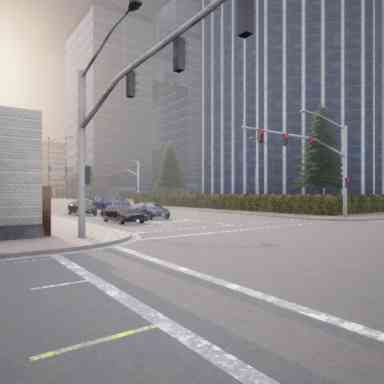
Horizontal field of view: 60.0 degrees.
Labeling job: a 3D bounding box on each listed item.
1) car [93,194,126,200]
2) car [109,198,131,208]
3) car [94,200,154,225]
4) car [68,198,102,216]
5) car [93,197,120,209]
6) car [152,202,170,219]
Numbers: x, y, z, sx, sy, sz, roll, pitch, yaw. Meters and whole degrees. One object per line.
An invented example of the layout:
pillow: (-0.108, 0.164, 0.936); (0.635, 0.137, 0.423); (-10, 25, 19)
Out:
car: (-9.368, 1.277, 36.922); (2.150, 2.045, 5.566); (0, 0, -36)
car: (-11.270, 1.619, 51.878); (1.994, 1.385, 4.181); (0, 0, -36)
car: (-5.299, 1.603, 25.237); (2.033, 1.411, 5.357); (0, 0, -36)
car: (-10.970, 1.560, 33.146); (1.837, 1.490, 4.892); (0, 0, -36)
car: (-12.198, 1.547, 47.172); (2.128, 1.511, 4.902); (0, 0, -36)
car: (-3.705, 1.581, 29.051); (1.812, 1.442, 4.674); (0, 0, -36)
